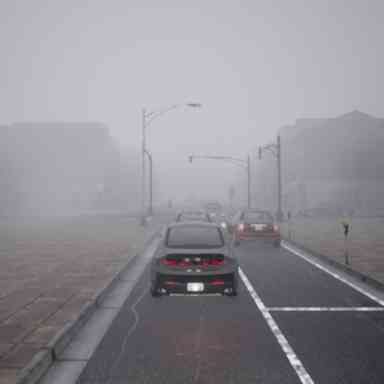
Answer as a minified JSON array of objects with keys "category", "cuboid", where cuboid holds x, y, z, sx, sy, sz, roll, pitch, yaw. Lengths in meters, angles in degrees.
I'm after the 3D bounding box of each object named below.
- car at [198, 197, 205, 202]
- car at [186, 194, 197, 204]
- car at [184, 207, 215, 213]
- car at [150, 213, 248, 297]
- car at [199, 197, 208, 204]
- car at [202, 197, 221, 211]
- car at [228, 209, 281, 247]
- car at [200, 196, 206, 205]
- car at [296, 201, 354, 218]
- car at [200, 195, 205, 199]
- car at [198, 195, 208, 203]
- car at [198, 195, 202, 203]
[{"category":"car","cuboid":[2.550,2.127,90.780,1.802,1.307,4.206,1,-1,0]},{"category":"car","cuboid":[-0.081,1.561,71.974,2.150,2.045,5.566,0,-1,0]},{"category":"car","cuboid":[0.075,1.620,16.179,1.895,1.301,4.718,0,0,0]},{"category":"car","cuboid":[0.031,1.512,8.580,1.837,1.490,4.892,0,0,-1]},{"category":"car","cuboid":[2.571,1.896,74.637,1.752,1.417,4.829,1,-1,0]},{"category":"car","cuboid":[2.608,1.675,41.844,1.947,1.339,4.313,1,0,0]},{"category":"car","cuboid":[2.644,1.458,15.097,1.967,1.590,4.097,2,0,0]},{"category":"car","cuboid":[2.601,1.707,47.280,1.947,1.339,4.313,1,0,0]},{"category":"car","cuboid":[11.937,1.574,29.956,4.892,1.490,1.837,0,-2,0]},{"category":"car","cuboid":[2.596,1.705,52.887,1.752,1.417,4.829,1,0,0]},{"category":"car","cuboid":[2.569,1.739,79.908,2.192,1.841,5.009,1,-1,0]},{"category":"car","cuboid":[2.582,1.833,63.592,1.947,1.339,4.313,1,-1,0]}]
